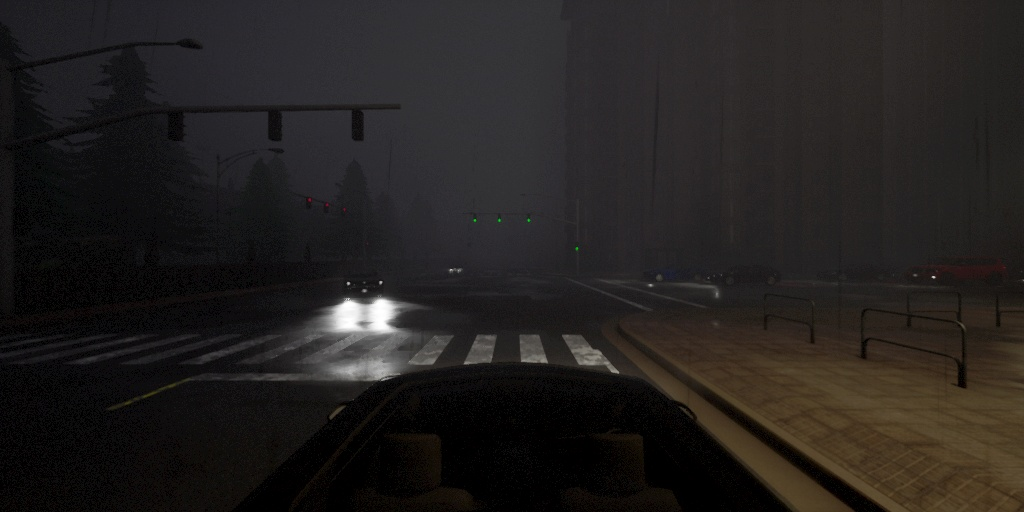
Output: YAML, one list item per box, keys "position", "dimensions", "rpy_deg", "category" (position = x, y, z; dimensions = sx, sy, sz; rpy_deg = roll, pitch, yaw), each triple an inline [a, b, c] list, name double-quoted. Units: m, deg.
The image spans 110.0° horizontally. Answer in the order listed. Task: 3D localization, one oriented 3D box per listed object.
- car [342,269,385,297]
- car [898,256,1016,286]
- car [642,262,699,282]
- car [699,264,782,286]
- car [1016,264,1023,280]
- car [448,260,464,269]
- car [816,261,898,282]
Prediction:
- position: [-7.932, 1.359, 19.123]
  dimensions: [1.895, 1.301, 4.718]
  rpy_deg: [0, 0, -25]
  category: "car"
- position: [31.602, 1.035, 25.636]
  dimensions: [5.566, 2.045, 2.150]
  rpy_deg: [0, 0, 0]
  category: "car"
- position: [13.172, 1.291, 29.039]
  dimensions: [5.008, 1.535, 1.882]
  rpy_deg: [0, 0, 0]
  category: "car"
- position: [16.447, 1.317, 25.561]
  dimensions: [4.892, 1.490, 1.837]
  rpy_deg: [0, 0, 0]
  category: "car"
- position: [45.607, 1.379, 31.323]
  dimensions: [1.994, 1.385, 4.181]
  rpy_deg: [0, 0, 40]
  category: "car"
- position: [-8.614, 1.367, 55.613]
  dimensions: [1.994, 1.385, 4.181]
  rpy_deg: [0, 1, 1]
  category: "car"
- position: [27.638, 1.291, 29.127]
  dimensions: [5.008, 1.535, 1.882]
  rpy_deg: [0, 0, 0]
  category: "car"
